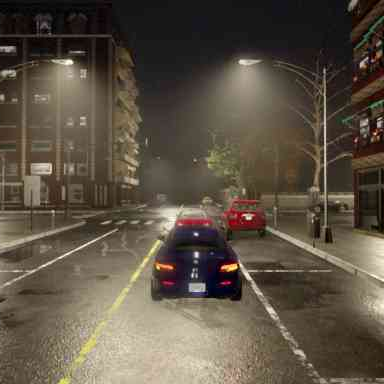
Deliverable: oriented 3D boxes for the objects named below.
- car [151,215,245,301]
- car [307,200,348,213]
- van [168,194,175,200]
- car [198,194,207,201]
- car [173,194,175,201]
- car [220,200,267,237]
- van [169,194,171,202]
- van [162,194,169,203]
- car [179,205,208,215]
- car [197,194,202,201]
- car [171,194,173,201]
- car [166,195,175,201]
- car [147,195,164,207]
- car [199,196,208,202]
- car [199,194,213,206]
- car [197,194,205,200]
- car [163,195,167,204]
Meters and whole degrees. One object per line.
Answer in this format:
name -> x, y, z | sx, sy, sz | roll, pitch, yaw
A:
car -> 0.090, 1.529, 8.193 | 1.812, 1.442, 4.674 | 0, 0, 0
car -> 15.163, 1.609, 37.176 | 4.313, 1.339, 1.947 | 0, -1, 0
van -> -5.801, 1.421, 94.922 | 1.690, 1.788, 3.998 | 1, 0, 0
car -> 2.594, 1.381, 83.848 | 2.192, 1.841, 5.009 | 1, 0, 0
car -> -5.782, 1.610, 78.306 | 2.008, 1.369, 4.403 | 1, 0, 0
car -> 2.683, 1.323, 18.126 | 2.192, 1.841, 5.009 | 1, 0, 0
van -> -5.763, 1.388, 67.229 | 1.690, 1.788, 3.998 | 1, 0, 0
van -> -5.756, 1.383, 61.690 | 1.690, 1.788, 3.998 | 1, 0, 0
car -> 0.076, 1.609, 17.936 | 1.895, 1.301, 4.718 | 0, 0, 0
car -> 2.605, 1.604, 72.770 | 2.008, 1.369, 4.403 | 1, 0, 0
car -> -5.775, 1.635, 72.767 | 1.802, 1.307, 4.206 | 1, 0, 0
car -> -5.798, 1.624, 89.383 | 2.008, 1.369, 4.403 | 1, 0, 0
car -> -5.745, 1.614, 50.614 | 1.802, 1.307, 4.206 | 1, 0, 0
car -> 2.597, 1.626, 78.309 | 1.947, 1.339, 4.313 | 1, 0, 0
car -> 2.628, 1.562, 56.327 | 1.752, 1.417, 4.829 | 1, 0, 0
car -> 2.579, 1.395, 94.923 | 2.192, 1.841, 5.009 | 1, 0, 0
car -> -5.753, 1.619, 56.151 | 1.802, 1.307, 4.206 | 1, 0, 0
